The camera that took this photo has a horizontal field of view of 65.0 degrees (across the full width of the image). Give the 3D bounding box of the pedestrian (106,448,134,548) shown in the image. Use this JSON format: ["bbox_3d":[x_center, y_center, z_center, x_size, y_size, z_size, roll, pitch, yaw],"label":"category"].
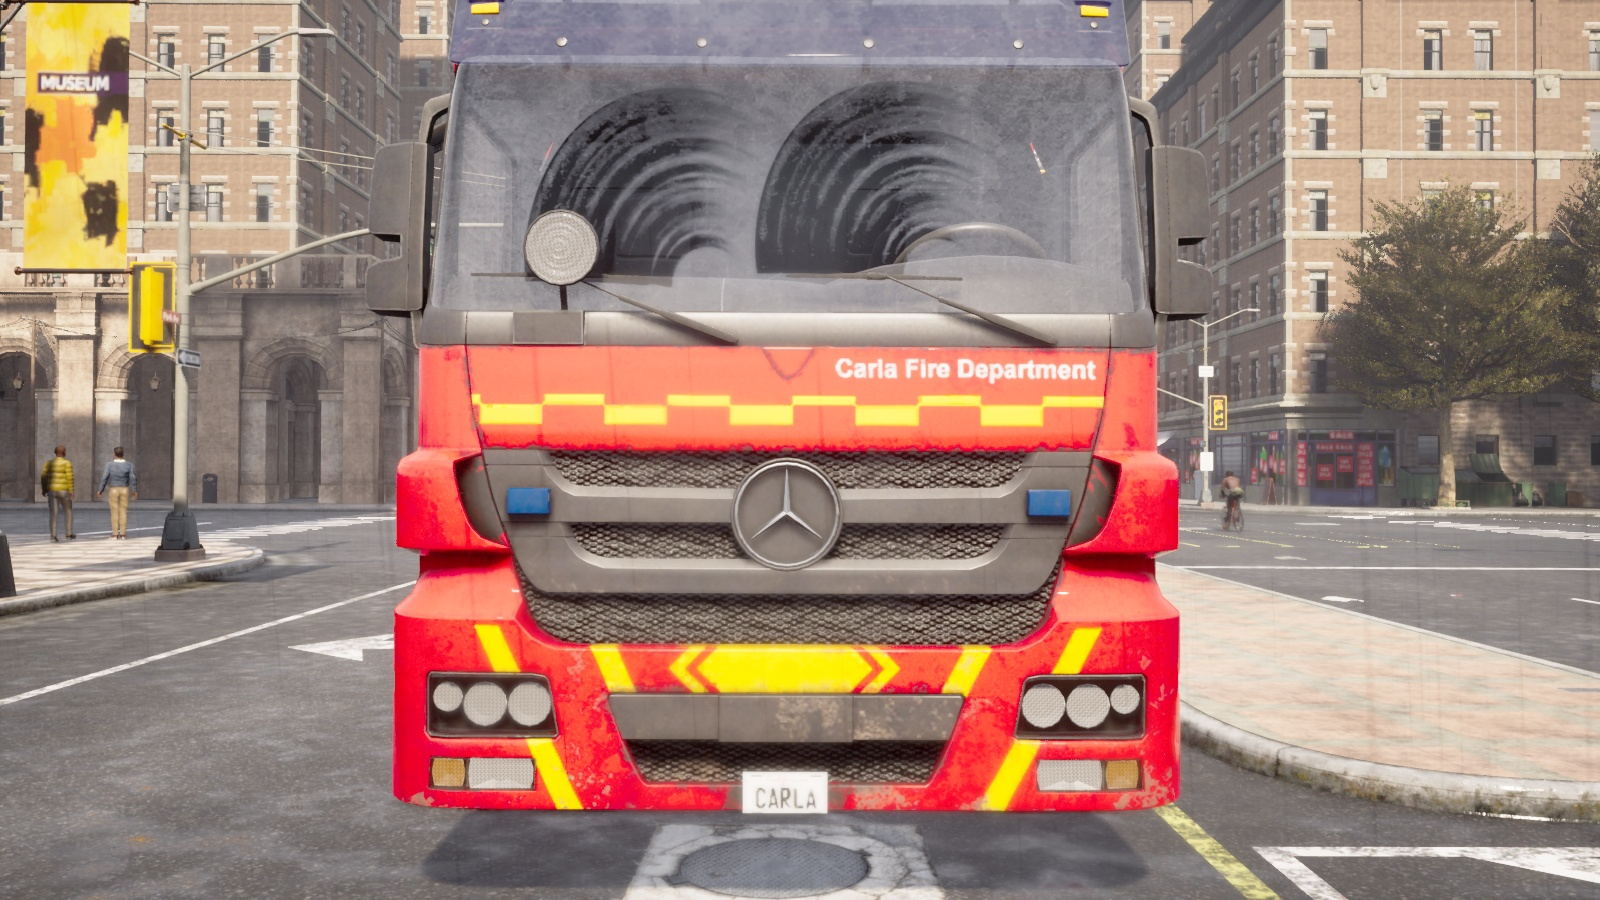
[{"bbox_3d":[-13.447,0.941,24.820,0.423,1.949,0.788,0,-1,-32],"label":"pedestrian"}]

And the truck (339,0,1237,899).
[{"bbox_3d":[-0.054,-0.211,8.305,2.891,3.827,8.468,0,-1,0],"label":"truck"}]

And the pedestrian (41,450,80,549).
[{"bbox_3d":[-13.905,0.923,23.620,0.370,1.835,0.726,0,-1,-7],"label":"pedestrian"}]

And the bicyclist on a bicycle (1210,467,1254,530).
[{"bbox_3d":[11.392,1.278,33.180,0.582,1.620,1.656,0,-1,0],"label":"bicyclist on a bicycle"}]
